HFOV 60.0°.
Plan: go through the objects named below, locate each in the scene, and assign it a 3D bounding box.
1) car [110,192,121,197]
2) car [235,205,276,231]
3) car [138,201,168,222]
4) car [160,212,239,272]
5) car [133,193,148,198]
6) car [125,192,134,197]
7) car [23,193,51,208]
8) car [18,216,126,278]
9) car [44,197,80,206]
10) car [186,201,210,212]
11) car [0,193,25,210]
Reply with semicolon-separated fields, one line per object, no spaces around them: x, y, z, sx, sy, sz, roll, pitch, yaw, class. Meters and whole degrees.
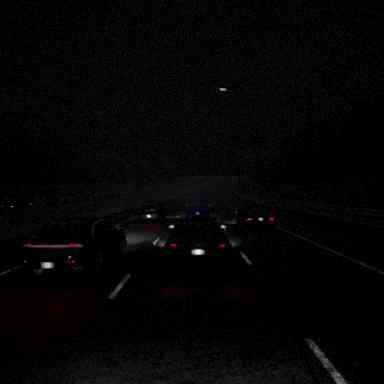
-18.224;0.711;79.606;1.837;1.490;4.892;0;1;4;car
3.827;1.541;20.743;2.033;1.411;5.357;0;0;1;car
-3.050;1.492;26.391;1.837;1.490;4.892;0;0;1;car
0.181;1.560;10.805;1.994;1.385;4.181;0;0;1;car
-11.389;1.058;76.927;2.033;1.411;5.357;0;1;4;car
-14.733;0.716;79.366;1.837;1.490;4.892;0;1;4;car
-16.899;1.323;38.217;2.097;1.767;4.553;0;0;2;car
-3.328;1.486;10.135;2.128;1.511;4.902;0;0;1;car
-13.483;1.523;36.082;2.033;1.411;5.357;0;0;2;car
0.485;1.466;27.792;1.882;1.535;5.008;0;0;1;car
-20.388;1.191;38.736;2.150;2.045;5.566;0;0;2;car
